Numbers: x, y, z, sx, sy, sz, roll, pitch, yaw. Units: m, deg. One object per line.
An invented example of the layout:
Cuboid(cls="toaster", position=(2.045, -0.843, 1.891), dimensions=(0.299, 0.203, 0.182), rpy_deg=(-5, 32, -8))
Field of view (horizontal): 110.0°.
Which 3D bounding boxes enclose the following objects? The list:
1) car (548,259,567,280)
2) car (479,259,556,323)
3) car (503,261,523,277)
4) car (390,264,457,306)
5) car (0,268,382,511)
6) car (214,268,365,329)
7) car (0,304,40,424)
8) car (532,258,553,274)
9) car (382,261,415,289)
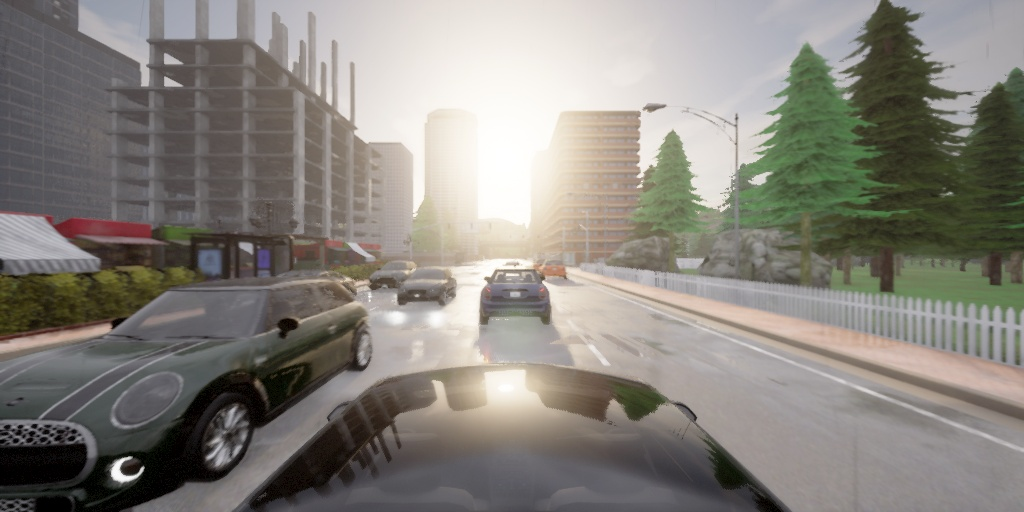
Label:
Cuboid(cls="car", position=(3.559, 1.100, 31.823), dimensions=(2.097, 1.767, 4.553), rpy_deg=(0, 0, 0))
Cuboid(cls="car", position=(0.093, 1.102, 12.204), dimensions=(2.097, 1.767, 4.553), rpy_deg=(0, 0, 0))
Cuboid(cls="car", position=(0.065, 1.253, 35.925), dimensions=(1.837, 1.490, 4.892), rpy_deg=(0, 0, 0))
Cuboid(cls="car", position=(-3.598, 1.256, 15.969), dimensions=(1.837, 1.490, 4.892), rpy_deg=(0, 0, 0))
Cuboid(cls="car", position=(-3.601, 1.103, 4.651), dimensions=(2.097, 1.767, 4.553), rpy_deg=(0, 0, 0))
Cuboid(cls="car", position=(-7.100, 1.244, 12.282), dimensions=(2.128, 1.511, 4.902), rpy_deg=(0, 0, 0))
Cuboid(cls="car", position=(-7.102, 1.316, 2.550), dimensions=(1.994, 1.385, 4.181), rpy_deg=(0, 0, 0))
Cuboid(cls="car", position=(3.533, 1.101, 42.003), dimensions=(2.097, 1.767, 4.553), rpy_deg=(0, 0, 0))
Cuboid(cls="car", position=(-7.077, 1.104, 22.195), dimensions=(2.097, 1.767, 4.553), rpy_deg=(0, 0, 0))
